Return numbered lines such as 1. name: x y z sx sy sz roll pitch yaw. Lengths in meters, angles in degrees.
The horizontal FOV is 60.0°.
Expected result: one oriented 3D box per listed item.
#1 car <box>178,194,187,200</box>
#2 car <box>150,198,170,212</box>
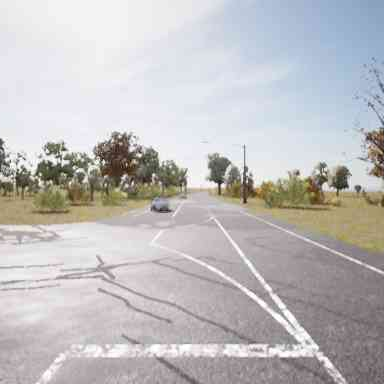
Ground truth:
1. car: -2.523 1.187 85.824 2.128 1.511 4.902 0 0 7
2. car: -3.418 1.376 36.436 2.128 1.511 4.902 0 0 0
